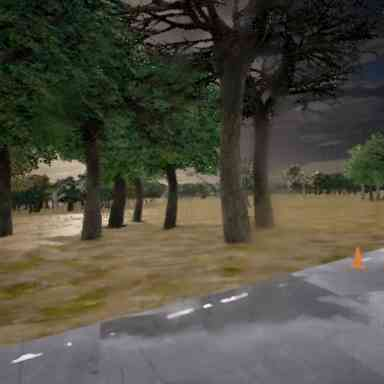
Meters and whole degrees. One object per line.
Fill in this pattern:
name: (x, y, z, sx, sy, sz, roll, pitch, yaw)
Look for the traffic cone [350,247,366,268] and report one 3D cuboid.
traffic cone: (4.923, 1.926, 9.866, 0.340, 0.580, 0.340, 0, 0, -39)
